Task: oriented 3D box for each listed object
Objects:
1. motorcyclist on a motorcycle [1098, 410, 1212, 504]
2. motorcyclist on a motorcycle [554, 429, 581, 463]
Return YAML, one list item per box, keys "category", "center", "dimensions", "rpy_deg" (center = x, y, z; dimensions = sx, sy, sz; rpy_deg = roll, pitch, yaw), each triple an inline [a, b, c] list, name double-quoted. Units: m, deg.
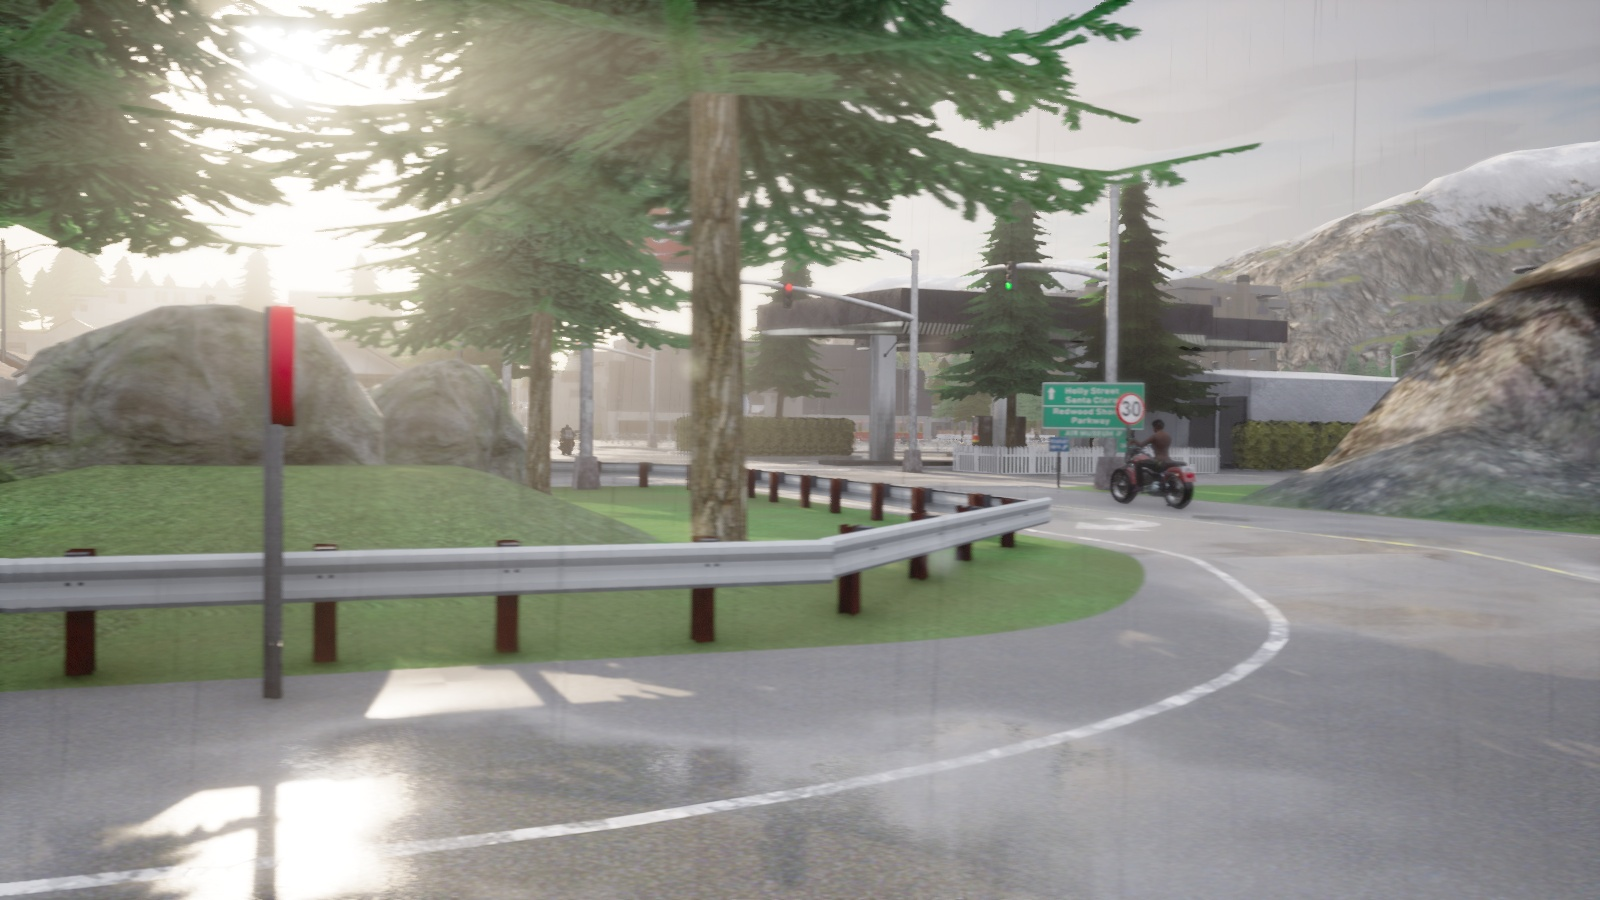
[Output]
- category: "motorcyclist on a motorcycle"
  center: [6.528, 0.103, 23.256]
  dimensions: [0.766, 1.649, 2.350]
  rpy_deg: [-1, 1, -21]
- category: "motorcyclist on a motorcycle"
  center: [-10.945, -0.206, 59.069]
  dimensions: [0.866, 1.530, 2.191]
  rpy_deg: [-1, 1, -20]
